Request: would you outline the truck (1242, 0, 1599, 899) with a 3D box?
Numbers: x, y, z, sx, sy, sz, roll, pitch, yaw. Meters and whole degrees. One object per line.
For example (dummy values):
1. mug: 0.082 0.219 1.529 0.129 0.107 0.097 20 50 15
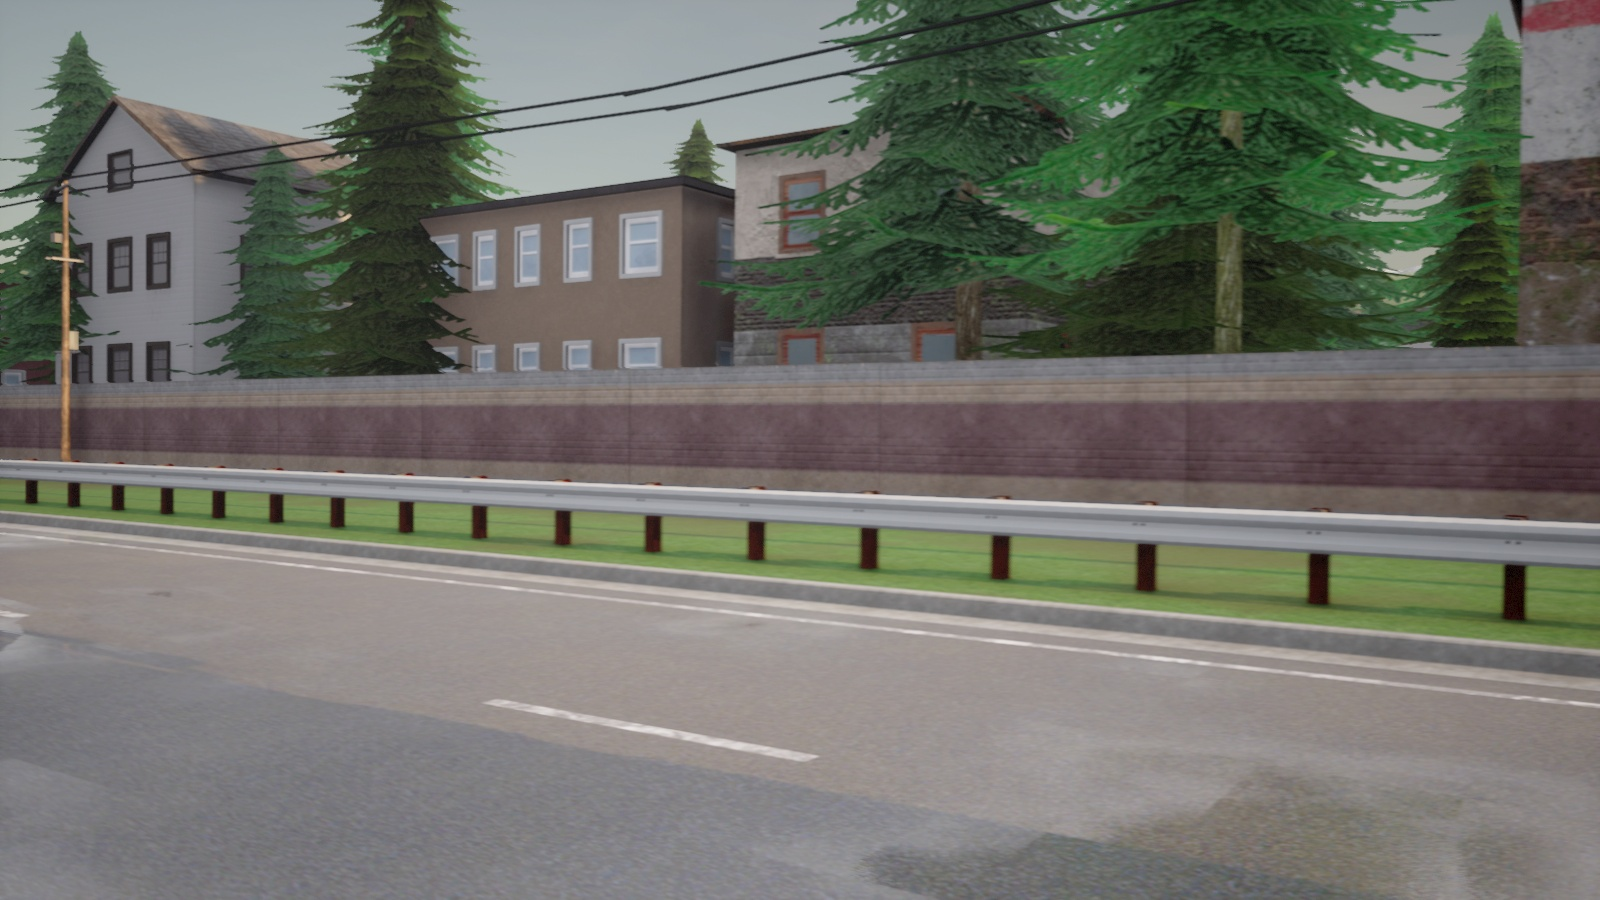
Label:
1. truck: 4.858 -0.483 0.369 8.468 3.827 2.891 0 1 34
